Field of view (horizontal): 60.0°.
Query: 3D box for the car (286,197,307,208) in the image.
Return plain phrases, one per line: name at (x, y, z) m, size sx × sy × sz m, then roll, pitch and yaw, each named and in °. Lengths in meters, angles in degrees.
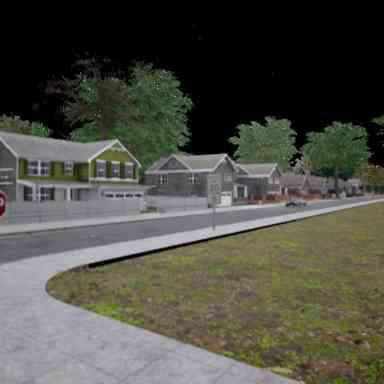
car at (14.601, 1.437, 46.405) m, size 1.994 × 1.385 × 4.181 m, roll 0°, pitch 0°, yaw 35°
